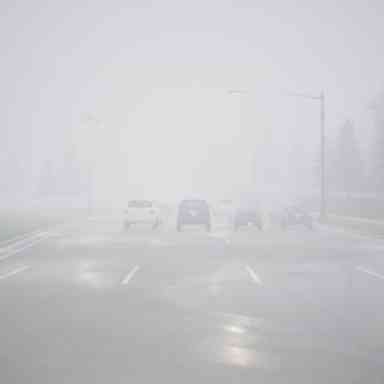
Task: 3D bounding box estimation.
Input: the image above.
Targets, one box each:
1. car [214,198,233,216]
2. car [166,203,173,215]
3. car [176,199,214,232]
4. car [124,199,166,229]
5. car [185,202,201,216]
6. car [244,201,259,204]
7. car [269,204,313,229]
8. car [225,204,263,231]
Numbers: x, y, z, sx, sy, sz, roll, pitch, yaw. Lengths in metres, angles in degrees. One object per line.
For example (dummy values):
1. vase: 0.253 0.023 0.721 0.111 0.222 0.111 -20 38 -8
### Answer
1. car: 3.604 1.690 38.837 2.150 2.045 5.566 0 0 0
2. car: -3.391 2.015 40.805 1.812 1.442 4.674 0 -1 0
3. car: 0.105 1.486 22.602 2.150 2.045 5.566 0 -2 0
4. car: -3.394 1.503 23.901 2.150 2.045 5.566 0 -1 0
5. car: 0.104 1.985 39.904 1.837 1.490 4.892 0 0 0
6. car: 7.078 1.835 40.373 2.097 1.767 4.553 0 -1 0
7. car: 7.026 1.641 24.093 2.097 1.767 4.553 0 -1 0
8. car: 3.605 1.778 22.970 1.837 1.490 4.892 0 -2 0
